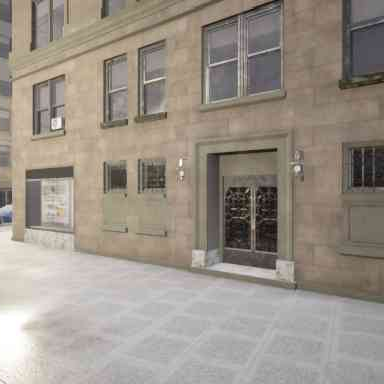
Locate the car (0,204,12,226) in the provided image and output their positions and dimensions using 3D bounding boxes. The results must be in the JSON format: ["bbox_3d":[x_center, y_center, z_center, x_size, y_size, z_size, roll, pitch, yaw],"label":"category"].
[{"bbox_3d":[-11.927,1.512,23.061,2.033,1.411,5.357,0,0,39],"label":"car"}]
